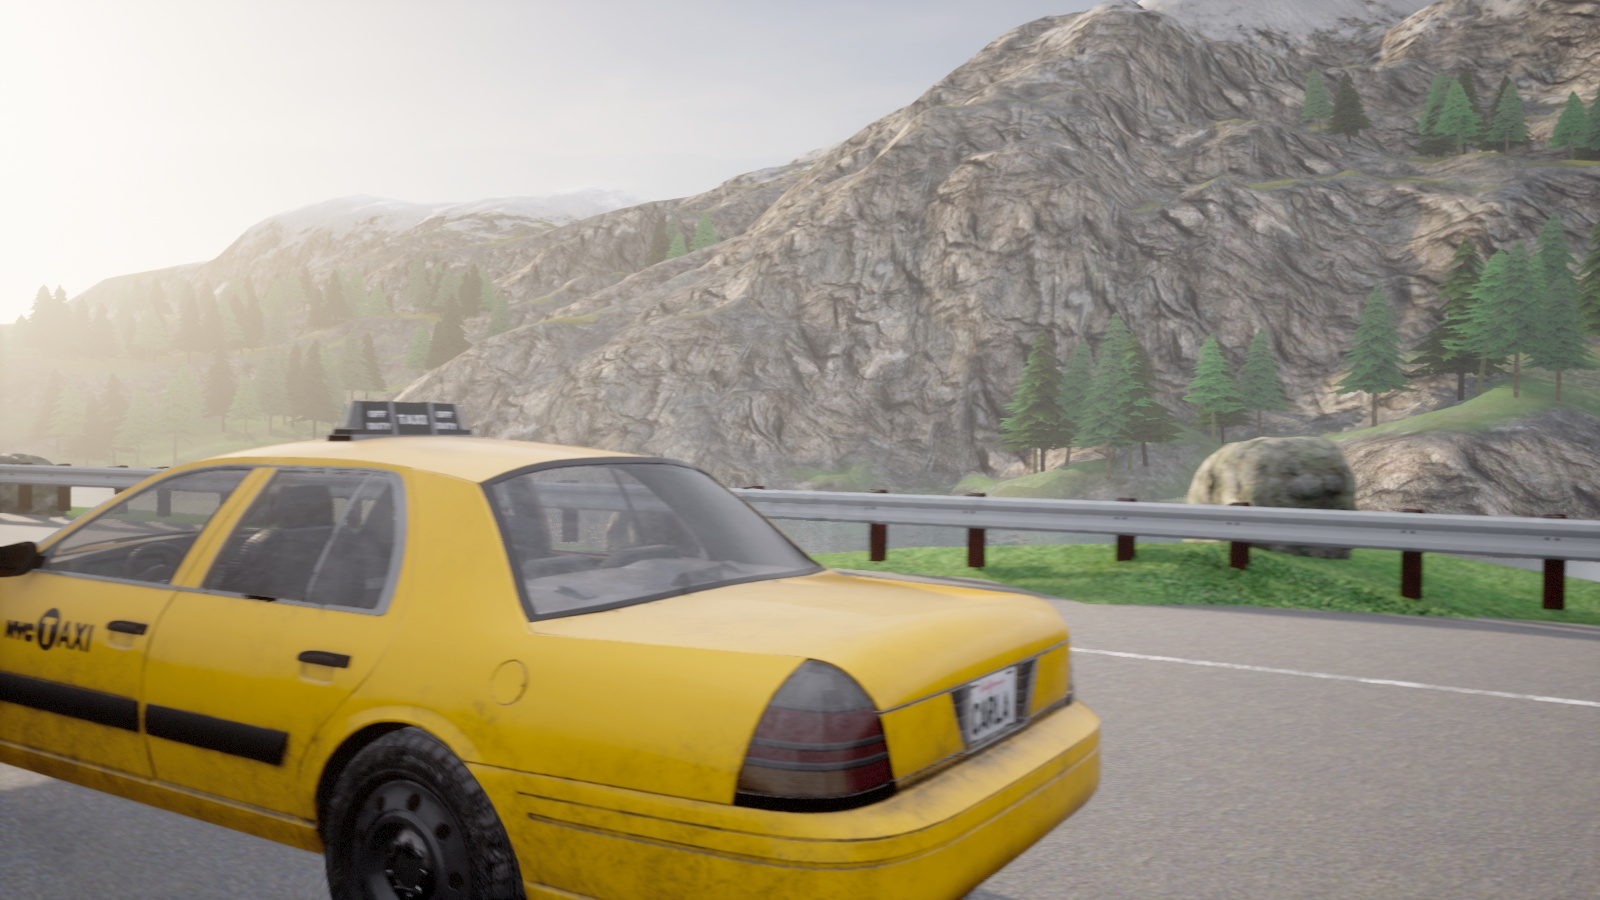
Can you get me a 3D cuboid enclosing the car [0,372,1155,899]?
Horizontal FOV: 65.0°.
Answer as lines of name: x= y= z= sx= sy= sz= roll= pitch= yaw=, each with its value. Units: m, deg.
car: x=-1.630 y=0.620 z=4.646 sx=5.366 sy=1.575 sz=1.801 roll=0 pitch=1 yaw=32
